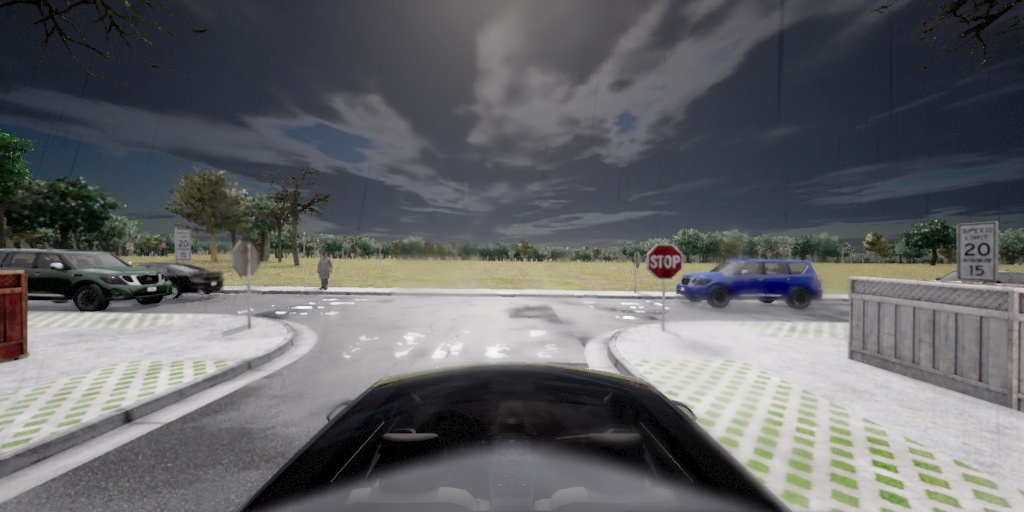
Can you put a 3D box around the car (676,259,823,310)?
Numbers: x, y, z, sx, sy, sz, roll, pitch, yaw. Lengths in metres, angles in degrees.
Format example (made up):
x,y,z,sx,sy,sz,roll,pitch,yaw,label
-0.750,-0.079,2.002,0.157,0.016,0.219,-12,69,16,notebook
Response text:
x,y,z,sx,sy,sz,roll,pitch,yaw,label
10.212,1.137,15.614,5.566,2.045,2.150,1,0,0,car

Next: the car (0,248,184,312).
x,y,z,sx,sy,sz,roll,pitch,yaw,label
-15.381,0.777,12.568,5.566,2.045,2.150,1,0,0,car

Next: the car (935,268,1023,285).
x,y,z,sx,sy,sz,roll,pitch,yaw,label
20.200,1.408,15.645,4.553,1.767,2.097,1,0,0,car

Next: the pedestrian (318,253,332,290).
x,y,z,sx,sy,sz,roll,pitch,yaw,label
-9.656,0.764,18.449,0.375,1.860,0.375,0,-1,0,pedestrian

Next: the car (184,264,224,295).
x,y,z,sx,sy,sz,roll,pitch,yaw,label
-15.484,1.021,15.615,5.008,1.535,1.882,1,0,-1,car
